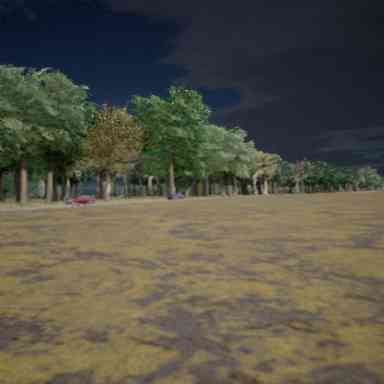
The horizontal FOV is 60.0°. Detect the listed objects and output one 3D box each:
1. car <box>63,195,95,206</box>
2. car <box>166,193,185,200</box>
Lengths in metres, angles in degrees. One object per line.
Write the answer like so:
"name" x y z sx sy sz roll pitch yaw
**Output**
"car" -16.075 1.193 47.425 1.812 1.442 4.674 -3 -1 36
"car" -3.197 0.907 65.297 1.994 1.385 4.181 -3 -1 36
